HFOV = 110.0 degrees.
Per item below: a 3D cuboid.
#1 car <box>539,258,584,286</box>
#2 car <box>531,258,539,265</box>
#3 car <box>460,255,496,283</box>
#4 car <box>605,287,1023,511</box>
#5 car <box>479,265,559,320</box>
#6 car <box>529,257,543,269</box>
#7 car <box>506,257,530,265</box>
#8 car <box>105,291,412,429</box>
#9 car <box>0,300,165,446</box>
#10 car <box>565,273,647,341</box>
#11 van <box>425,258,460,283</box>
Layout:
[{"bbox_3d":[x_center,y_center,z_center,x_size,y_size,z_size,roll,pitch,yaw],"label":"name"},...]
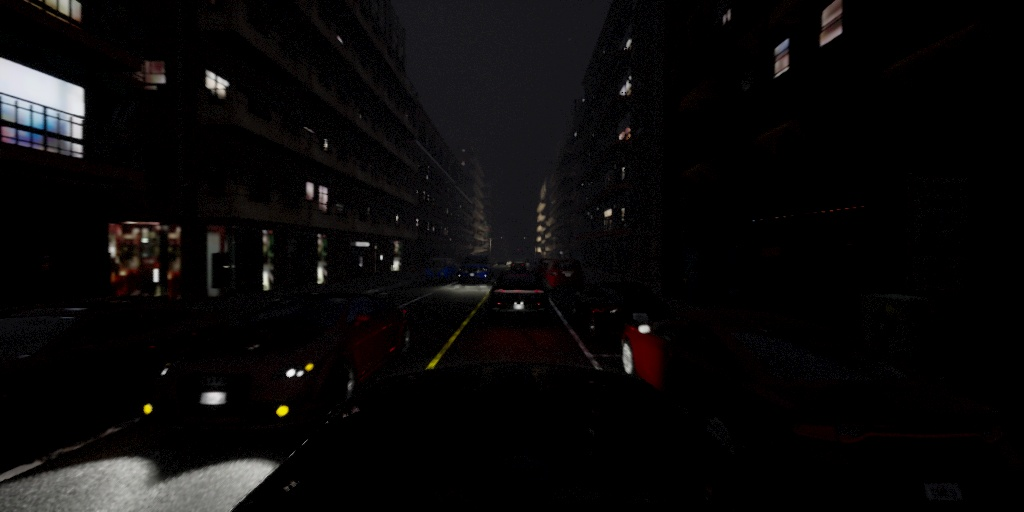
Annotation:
[{"bbox_3d":[2.968,1.077,21.090,2.192,1.841,5.009,0,0,1],"label":"car"},{"bbox_3d":[3.151,1.073,32.417,2.192,1.841,5.009,0,0,1],"label":"car"},{"bbox_3d":[-2.682,0.937,27.364,2.150,2.045,5.566,0,0,1],"label":"car"},{"bbox_3d":[2.700,1.315,4.443,1.888,1.381,4.507,0,0,1],"label":"car"},{"bbox_3d":[0.240,1.236,12.680,2.128,1.511,4.902,0,0,1],"label":"car"},{"bbox_3d":[3.900,1.107,59.142,2.097,1.767,4.553,0,0,1],"label":"car"},{"bbox_3d":[0.729,1.226,42.840,2.128,1.511,4.902,0,0,1],"label":"car"},{"bbox_3d":[-3.065,1.287,5.708,1.994,1.385,4.181,0,0,1],"label":"car"},{"bbox_3d":[-5.646,1.285,4.580,1.802,1.307,4.207,0,0,1],"label":"car"},{"bbox_3d":[2.786,1.333,9.764,1.948,1.339,4.313,0,0,1],"label":"car"},{"bbox_3d":[-5.286,1.034,26.918,1.690,1.789,3.998,0,0,1],"label":"van"}]
